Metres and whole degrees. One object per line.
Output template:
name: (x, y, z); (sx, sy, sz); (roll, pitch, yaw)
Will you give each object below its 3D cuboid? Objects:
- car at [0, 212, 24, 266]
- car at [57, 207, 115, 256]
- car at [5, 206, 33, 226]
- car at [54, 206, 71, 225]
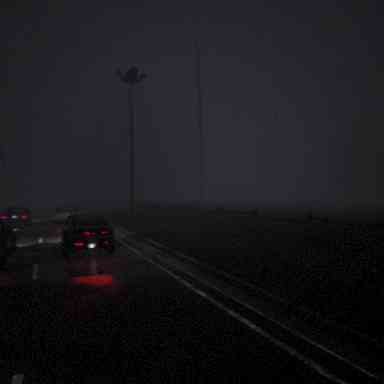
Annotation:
car: (-7.280, 1.675, 11.556); (2.033, 1.411, 5.357); (0, 0, -23)
car: (-4.452, 1.619, 13.852); (1.837, 1.490, 4.892); (0, 0, -23)
car: (-13.248, 1.802, 25.317); (2.033, 1.411, 5.357); (0, 0, -23)
car: (-10.319, 1.838, 27.378); (1.895, 1.301, 4.718); (0, 0, -23)
